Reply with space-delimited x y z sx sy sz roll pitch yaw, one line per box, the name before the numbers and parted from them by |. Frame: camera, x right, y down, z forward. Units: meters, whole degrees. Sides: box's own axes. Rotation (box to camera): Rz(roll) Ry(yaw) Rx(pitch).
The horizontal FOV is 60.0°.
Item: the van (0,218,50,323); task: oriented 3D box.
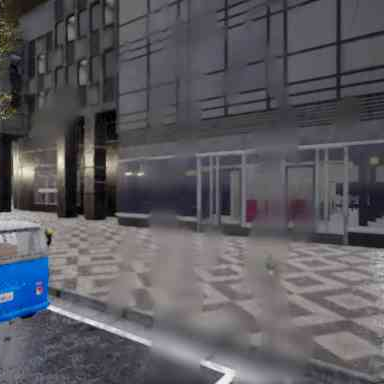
van | -4.289 1.331 6.018 3.998 1.788 1.690 0 0 35
